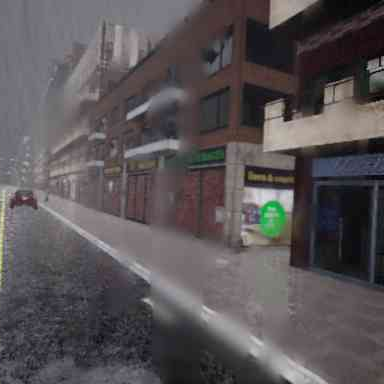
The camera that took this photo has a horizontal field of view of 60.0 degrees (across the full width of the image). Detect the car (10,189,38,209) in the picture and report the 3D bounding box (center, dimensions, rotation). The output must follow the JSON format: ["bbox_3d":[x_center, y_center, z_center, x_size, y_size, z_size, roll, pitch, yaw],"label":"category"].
[{"bbox_3d":[-15.075,0.523,29.766,2.097,1.767,4.553,3,0,-29],"label":"car"}]
